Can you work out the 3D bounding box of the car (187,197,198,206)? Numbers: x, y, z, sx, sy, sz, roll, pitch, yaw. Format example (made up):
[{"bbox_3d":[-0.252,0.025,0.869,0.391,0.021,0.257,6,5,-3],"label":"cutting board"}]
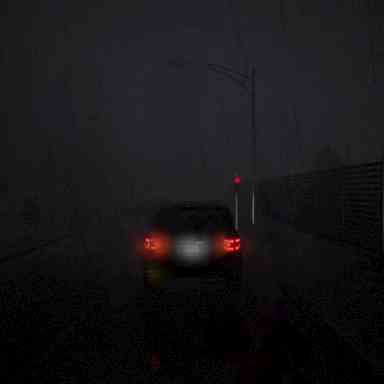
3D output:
[{"bbox_3d":[0.049,1.519,54.619,1.812,1.442,4.674,0,0,0],"label":"car"}]

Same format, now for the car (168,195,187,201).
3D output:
[{"bbox_3d":[-3.905,1.468,87.285,5.008,1.535,1.882,0,0,40],"label":"car"}]

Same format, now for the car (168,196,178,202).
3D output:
[{"bbox_3d":[-4.074,1.544,73.313,1.994,1.385,4.181,0,0,0],"label":"car"}]

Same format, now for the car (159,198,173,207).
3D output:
[{"bbox_3d":[-4.147,1.595,53.565,1.895,1.301,4.718,0,0,0],"label":"car"}]

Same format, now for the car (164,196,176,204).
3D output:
[{"bbox_3d":[-4.117,1.540,63.327,2.033,1.411,5.357,0,0,0],"label":"car"}]

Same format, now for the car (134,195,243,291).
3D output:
[{"bbox_3d":[0.034,1.220,9.132,2.150,2.045,5.566,0,0,0],"label":"car"}]

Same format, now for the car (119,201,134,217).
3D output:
[{"bbox_3d":[-4.197,1.474,30.839,5.008,1.535,1.882,0,1,-33],"label":"car"}]
